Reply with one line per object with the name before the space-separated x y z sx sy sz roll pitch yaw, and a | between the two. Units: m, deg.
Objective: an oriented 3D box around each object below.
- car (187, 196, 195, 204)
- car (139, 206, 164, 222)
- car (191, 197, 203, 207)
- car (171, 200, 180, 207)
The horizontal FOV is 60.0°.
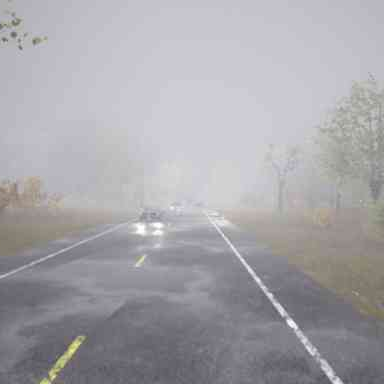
car | -0.011 2.062 83.709 2.150 2.045 5.566 0 -1 0
car | -3.603 1.922 30.123 1.895 1.301 4.718 0 -1 0
car | 1.215 2.227 65.676 1.801 1.575 5.366 0 -1 0
car | -3.510 2.437 71.507 1.895 1.301 4.718 0 -1 0
